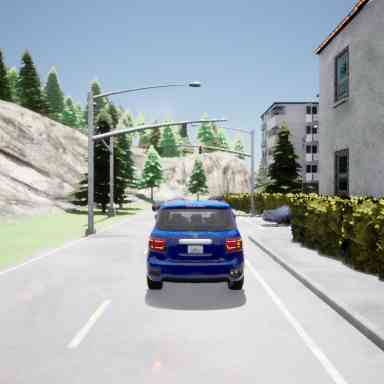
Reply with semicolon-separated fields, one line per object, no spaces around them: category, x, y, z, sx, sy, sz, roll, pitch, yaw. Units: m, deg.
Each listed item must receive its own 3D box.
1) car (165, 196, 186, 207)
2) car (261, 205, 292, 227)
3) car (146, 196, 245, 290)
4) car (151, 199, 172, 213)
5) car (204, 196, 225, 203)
car;-2.541;1.493;53.410;2.128;1.511;4.902;0;0;13
car;7.464;1.547;22.486;5.357;1.411;2.033;0;0;-7
car;0.087;1.221;9.226;2.150;2.045;5.566;0;0;0
car;-3.483;1.563;38.620;1.994;1.385;4.181;0;0;1
car;4.801;1.506;69.056;1.837;1.490;4.892;0;0;40
